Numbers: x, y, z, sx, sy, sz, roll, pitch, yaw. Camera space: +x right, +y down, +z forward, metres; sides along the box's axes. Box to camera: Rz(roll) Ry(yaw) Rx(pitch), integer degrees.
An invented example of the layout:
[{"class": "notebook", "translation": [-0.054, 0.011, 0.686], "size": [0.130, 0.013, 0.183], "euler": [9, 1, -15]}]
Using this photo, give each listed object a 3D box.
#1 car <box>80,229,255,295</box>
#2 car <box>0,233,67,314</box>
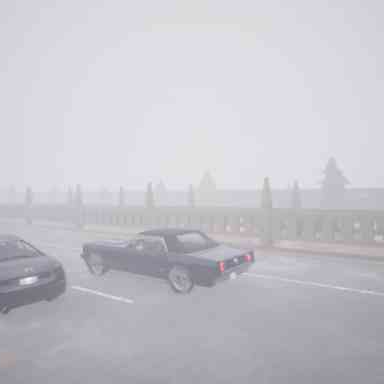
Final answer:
[{"class": "car", "translation": [-0.855, 1.647, 8.905], "size": [4.718, 1.301, 1.895], "euler": [-1, 0, 36]}, {"class": "car", "translation": [-4.655, 1.628, 7.319], "size": [4.181, 1.385, 1.994], "euler": [-1, 0, 36]}]
